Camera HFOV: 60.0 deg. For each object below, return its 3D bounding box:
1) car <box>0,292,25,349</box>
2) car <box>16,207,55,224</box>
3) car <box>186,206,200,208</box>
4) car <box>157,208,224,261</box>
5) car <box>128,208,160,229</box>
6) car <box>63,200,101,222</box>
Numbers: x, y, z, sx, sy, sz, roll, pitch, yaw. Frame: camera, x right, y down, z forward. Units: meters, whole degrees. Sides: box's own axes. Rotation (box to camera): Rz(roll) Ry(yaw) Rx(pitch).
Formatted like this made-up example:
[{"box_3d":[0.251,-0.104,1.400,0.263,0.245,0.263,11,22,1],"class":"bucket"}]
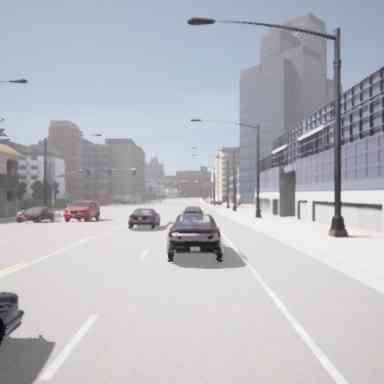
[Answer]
[{"box_3d":[-3.400,1.537,2.448,2.033,1.411,5.357,0,0,0],"class":"car"},{"box_3d":[-14.102,2.066,30.364,1.812,1.442,4.674,0,-2,0],"class":"car"},{"box_3d":[0.089,2.026,29.796,1.837,1.490,4.892,0,-2,0],"class":"car"},{"box_3d":[0.095,1.545,12.464,2.128,1.511,4.902,0,-1,0],"class":"car"},{"box_3d":[-3.409,1.879,24.405,2.033,1.411,5.357,0,-2,0],"class":"car"},{"box_3d":[-10.600,1.840,32.562,2.150,2.045,5.566,0,-2,0],"class":"car"}]
